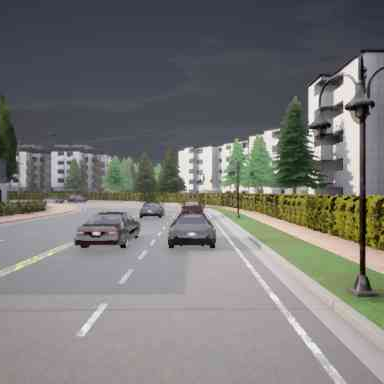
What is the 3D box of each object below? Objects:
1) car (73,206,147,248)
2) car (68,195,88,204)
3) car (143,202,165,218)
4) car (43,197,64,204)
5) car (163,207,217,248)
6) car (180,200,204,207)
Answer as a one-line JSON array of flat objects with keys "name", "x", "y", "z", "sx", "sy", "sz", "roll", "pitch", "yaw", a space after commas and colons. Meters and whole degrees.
[{"name": "car", "x": -3.500, "y": 1.563, "z": 14.650, "sx": 2.033, "sy": 1.411, "sz": 5.357, "roll": 0, "pitch": 0, "yaw": 0}, {"name": "car", "x": -22.500, "y": 1.346, "z": 65.404, "sx": 4.553, "sy": 1.767, "sz": 2.097, "roll": 0, "pitch": 0, "yaw": 41}, {"name": "car", "x": -3.500, "y": 1.572, "z": 29.650, "sx": 1.994, "sy": 1.385, "sz": 4.181, "roll": 0, "pitch": 0, "yaw": 0}, {"name": "car", "x": -26.760, "y": 1.624, "z": 64.300, "sx": 4.718, "sy": 1.301, "sz": 1.895, "roll": 0, "pitch": 0, "yaw": 38}, {"name": "car", "x": 0.000, "y": 1.572, "z": 14.650, "sx": 1.994, "sy": 1.385, "sz": 4.181, "roll": 0, "pitch": 0, "yaw": 0}, {"name": "car", "x": 0.000, "y": 1.485, "z": 29.650, "sx": 1.882, "sy": 1.535, "sz": 5.008, "roll": 0, "pitch": 0, "yaw": 0}]
